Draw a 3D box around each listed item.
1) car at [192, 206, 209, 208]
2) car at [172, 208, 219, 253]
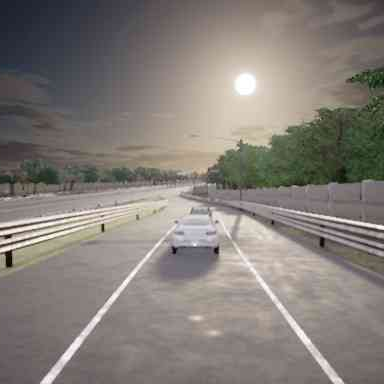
[{"bbox_3d":[0.789,1.866,28.921,1.895,1.301,4.718,0,0,3],"label":"car"},{"bbox_3d":[0.184,1.657,14.270,1.812,1.442,4.674,0,0,2],"label":"car"}]
